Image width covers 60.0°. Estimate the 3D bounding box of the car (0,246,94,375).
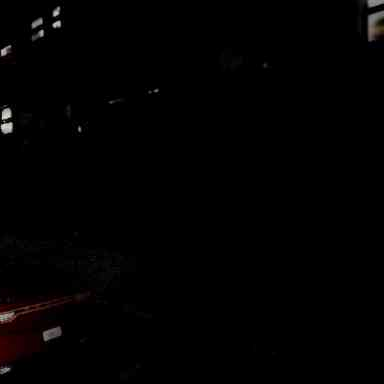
[{"bbox_3d":[-3.449,1.514,5.206,4.507,1.381,1.887,0,-1,36],"label":"car"}]
